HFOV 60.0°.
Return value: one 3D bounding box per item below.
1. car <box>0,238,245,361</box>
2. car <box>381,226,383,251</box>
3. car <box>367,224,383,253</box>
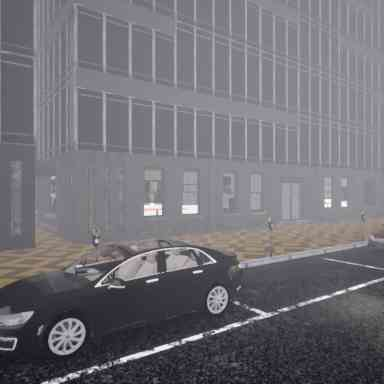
[{"bbox_3d":[-1.031,1.551,5.819,4.403,1.369,2.008,0,0,-35],"label":"car"},{"bbox_3d":[6.674,1.525,7.982,4.674,1.442,1.812,0,0,-35],"label":"car"},{"bbox_3d":[8.257,1.582,12.402,4.206,1.307,1.802,0,0,-35],"label":"car"}]
